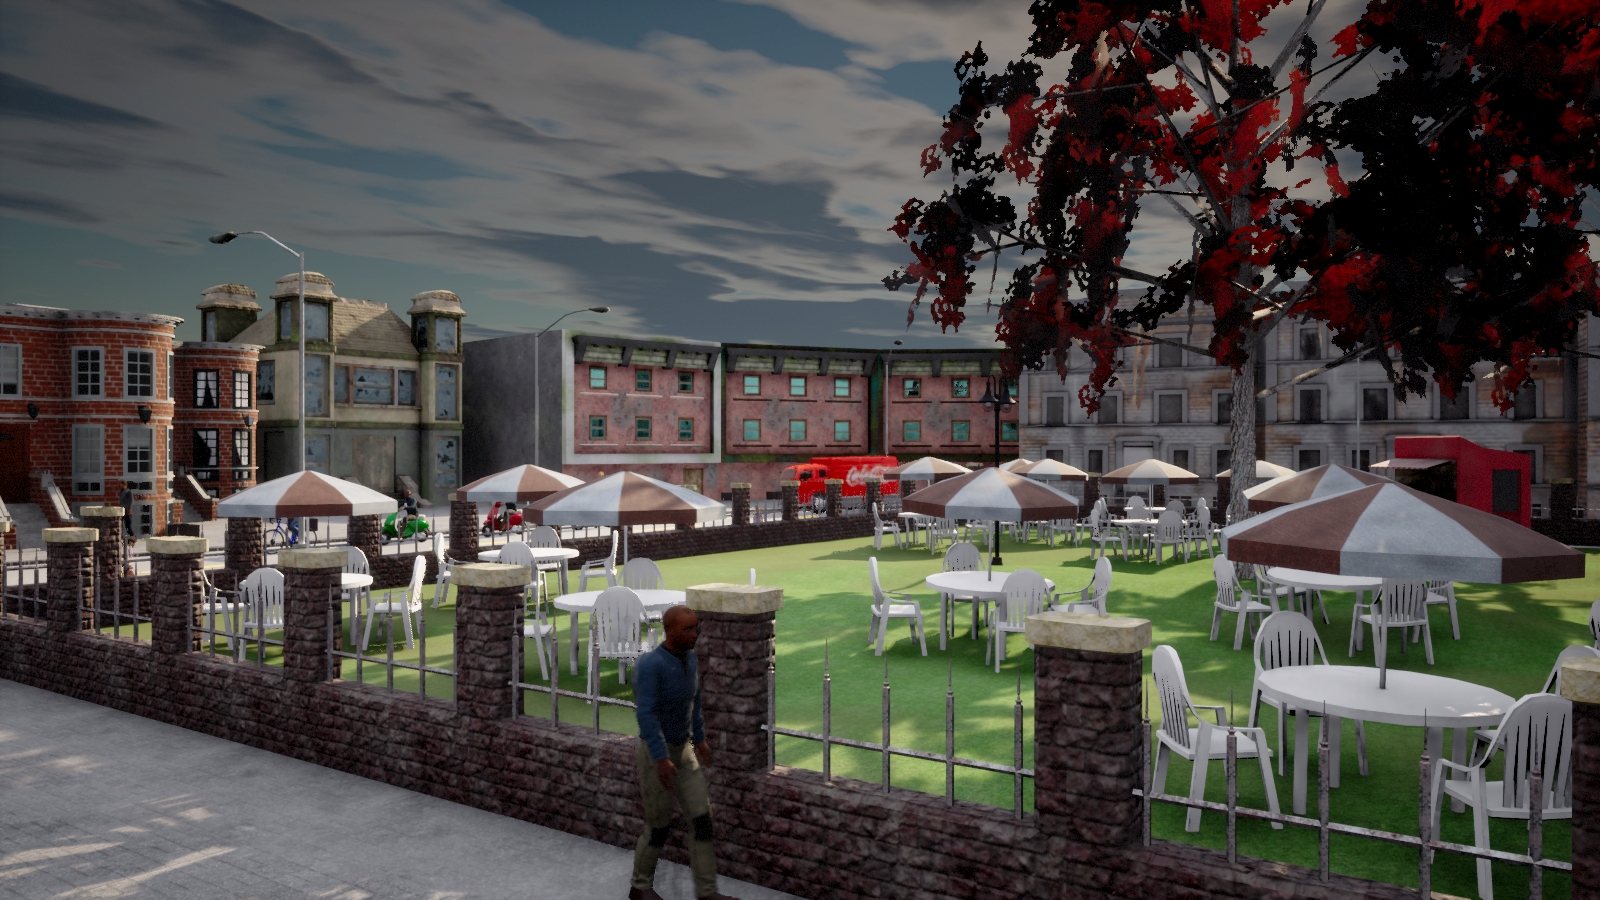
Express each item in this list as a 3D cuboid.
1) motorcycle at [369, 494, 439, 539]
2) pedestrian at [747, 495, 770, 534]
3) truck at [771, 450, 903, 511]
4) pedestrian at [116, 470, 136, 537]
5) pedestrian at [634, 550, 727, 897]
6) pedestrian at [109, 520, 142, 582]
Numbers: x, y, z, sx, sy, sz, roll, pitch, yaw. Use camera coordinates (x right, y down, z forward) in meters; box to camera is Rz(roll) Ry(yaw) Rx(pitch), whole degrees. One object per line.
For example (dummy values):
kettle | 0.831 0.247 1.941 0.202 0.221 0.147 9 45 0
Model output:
motorcycle | -11.759 1.950 33.969 0.856 1.236 1.805 0 0 35
pedestrian | -1.227 1.895 33.716 0.500 1.100 0.500 0 0 34
truck | 1.662 1.318 51.094 5.204 2.467 2.627 -2 1 -28
pedestrian | -18.995 1.512 32.189 0.375 1.860 0.375 0 0 40
pedestrian | -0.684 1.523 6.537 0.375 1.860 0.375 0 0 35
pedestrian | -12.665 1.887 21.459 0.500 1.100 0.500 0 0 -35
